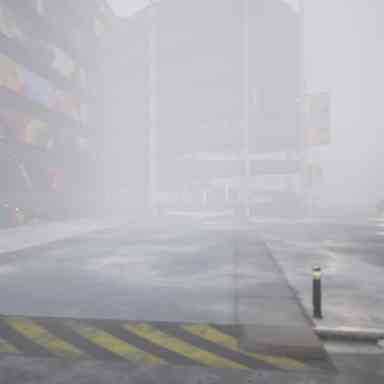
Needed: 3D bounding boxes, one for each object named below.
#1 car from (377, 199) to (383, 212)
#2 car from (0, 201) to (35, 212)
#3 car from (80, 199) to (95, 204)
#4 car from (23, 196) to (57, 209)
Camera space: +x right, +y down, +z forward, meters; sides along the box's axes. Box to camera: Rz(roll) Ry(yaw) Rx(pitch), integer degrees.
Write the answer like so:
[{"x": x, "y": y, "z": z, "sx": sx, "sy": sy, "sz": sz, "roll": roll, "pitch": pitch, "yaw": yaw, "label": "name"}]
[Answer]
[{"x": 25.188, "y": 1.637, "z": 41.397, "sx": 2.097, "sy": 1.767, "sz": 4.553, "roll": 0, "pitch": -1, "yaw": -3, "label": "car"}, {"x": -15.402, "y": 1.688, "z": 26.350, "sx": 4.674, "sy": 1.452, "sz": 2.002, "roll": 0, "pitch": -1, "yaw": 7, "label": "car"}, {"x": -27.606, "y": 2.582, "z": 89.302, "sx": 4.892, "sy": 1.521, "sz": 2.231, "roll": 0, "pitch": -1, "yaw": 7, "label": "car"}, {"x": -24.576, "y": 1.738, "z": 53.736, "sx": 5.566, "sy": 2.045, "sz": 2.435, "roll": 0, "pitch": -1, "yaw": 7, "label": "car"}]
